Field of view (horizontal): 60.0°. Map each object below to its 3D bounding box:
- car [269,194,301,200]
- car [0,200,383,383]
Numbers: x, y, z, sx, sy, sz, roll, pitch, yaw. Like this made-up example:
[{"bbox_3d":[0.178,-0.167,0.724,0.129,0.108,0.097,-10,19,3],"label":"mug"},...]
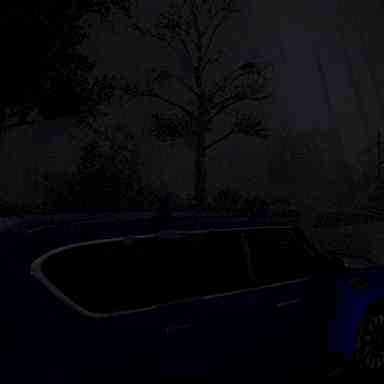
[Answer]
[{"bbox_3d":[13.743,1.257,49.176,2.150,2.045,5.566,0,0,-26],"label":"car"},{"bbox_3d":[0.199,1.221,3.843,5.566,2.045,2.150,0,0,-35],"label":"car"}]
